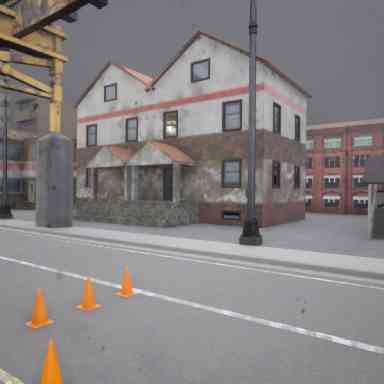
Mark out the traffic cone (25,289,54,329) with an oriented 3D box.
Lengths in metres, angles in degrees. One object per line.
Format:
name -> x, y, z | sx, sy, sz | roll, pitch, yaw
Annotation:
traffic cone -> -2.595, 1.949, 5.664 | 0.340, 0.580, 0.340 | 0, 0, 36

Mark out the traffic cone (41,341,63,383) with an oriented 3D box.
traffic cone -> -1.558, 1.952, 3.683 | 0.340, 0.580, 0.340 | 0, 0, 36

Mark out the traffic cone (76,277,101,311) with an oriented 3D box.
traffic cone -> -2.011, 1.949, 6.475 | 0.340, 0.580, 0.340 | 0, 0, 36

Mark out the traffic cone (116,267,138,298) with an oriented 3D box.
traffic cone -> -1.426, 1.949, 7.286 | 0.340, 0.580, 0.340 | 0, 0, 36
